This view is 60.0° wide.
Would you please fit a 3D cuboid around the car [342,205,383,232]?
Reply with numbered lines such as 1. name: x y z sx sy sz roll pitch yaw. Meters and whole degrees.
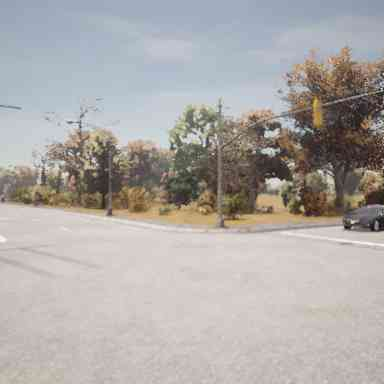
1. car: 11.261 1.574 20.609 4.892 1.490 1.837 2 -1 -35
